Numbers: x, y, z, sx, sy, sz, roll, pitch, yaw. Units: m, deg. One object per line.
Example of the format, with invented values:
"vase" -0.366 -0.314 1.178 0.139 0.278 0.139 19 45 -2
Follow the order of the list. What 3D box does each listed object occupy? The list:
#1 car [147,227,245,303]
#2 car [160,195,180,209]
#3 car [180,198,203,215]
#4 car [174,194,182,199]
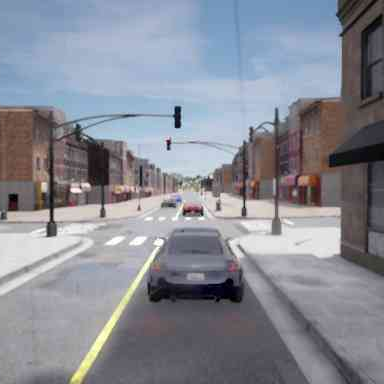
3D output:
"car" 0.090 1.548 8.236 1.994 1.385 4.181 0 0 1
"car" -2.833 1.402 41.179 1.895 1.301 4.718 0 0 0
"car" 0.098 1.465 31.906 1.895 1.301 4.718 0 0 0
"car" -2.787 1.144 58.643 1.882 1.535 5.008 0 0 0
